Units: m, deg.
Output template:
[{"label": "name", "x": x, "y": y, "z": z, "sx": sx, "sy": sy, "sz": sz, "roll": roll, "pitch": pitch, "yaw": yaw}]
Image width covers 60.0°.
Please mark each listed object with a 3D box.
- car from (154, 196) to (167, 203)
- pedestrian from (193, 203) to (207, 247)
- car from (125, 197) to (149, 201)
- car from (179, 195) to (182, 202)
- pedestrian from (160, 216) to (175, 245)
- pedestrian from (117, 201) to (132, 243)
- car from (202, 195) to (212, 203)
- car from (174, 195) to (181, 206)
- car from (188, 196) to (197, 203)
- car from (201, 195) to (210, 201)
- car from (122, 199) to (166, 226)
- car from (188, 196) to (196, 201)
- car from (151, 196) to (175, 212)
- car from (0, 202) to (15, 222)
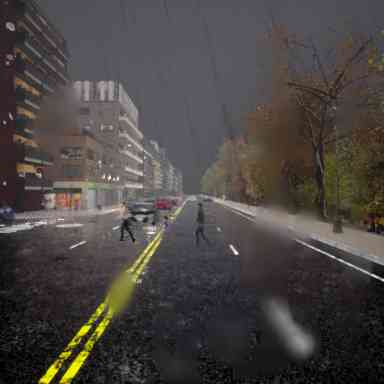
[{"label": "car", "x": -6.486, "y": 1.540, "z": 69.076, "sx": 2.128, "sy": 1.511, "sz": 4.902, "roll": 0, "pitch": 0, "yaw": 0}, {"label": "pedestrian", "x": 0.330, "y": 1.294, "z": 13.467, "sx": 0.375, "sy": 1.860, "sz": 0.375, "roll": 0, "pitch": 0, "yaw": 0}, {"label": "car", "x": -6.623, "y": 1.355, "z": 38.361, "sx": 2.097, "sy": 1.767, "sz": 4.553, "roll": 0, "pitch": 0, "yaw": 1}, {"label": "car", "x": -3.236, "y": 1.364, "z": 70.056, "sx": 2.097, "sy": 1.767, "sz": 4.553, "roll": 0, "pitch": 0, "yaw": 0}, {"label": "pedestrian", "x": -1.035, "y": 1.574, "z": 14.067, "sx": 0.375, "sy": 1.300, "sz": 0.375, "roll": 0, "pitch": 0, "yaw": 0}, {"label": "pedestrian", "x": -2.958, "y": 1.300, "z": 14.666, "sx": 0.375, "sy": 1.860, "sz": 0.375, "roll": 0, "pitch": 0, "yaw": 0}, {"label": "car", "x": 3.264, "y": 1.605, "z": 70.241, "sx": 1.895, "sy": 1.301, "sz": 4.718, "roll": 0, "pitch": 0, "yaw": 0}, {"label": "car", "x": -3.331, "y": 1.610, "z": 54.578, "sx": 1.895, "sy": 1.301, "sz": 4.718, "roll": 0, "pitch": 0, "yaw": 0}, {"label": "car", "x": 0.014, "y": 1.605, "z": 70.241, "sx": 1.895, "sy": 1.301, "sz": 4.718, "roll": 0, "pitch": 0, "yaw": 0}, {"label": "car", "x": 3.266, "y": 1.473, "z": 80.211, "sx": 2.033, "sy": 1.411, "sz": 5.357, "roll": 0, "pitch": 0, "yaw": 0}, {"label": "car", "x": -3.353, "y": 1.534, "z": 23.938, "sx": 2.128, "sy": 1.511, "sz": 4.902, "roll": 0, "pitch": 0, "yaw": 0}, {"label": "car", "x": 0.016, "y": 1.529, "z": 80.241, "sx": 1.895, "sy": 1.301, "sz": 4.718, "roll": 0, "pitch": 0, "yaw": 0}, {"label": "car", "x": -3.342, "y": 1.481, "z": 38.943, "sx": 1.882, "sy": 1.535, "sz": 5.008, "roll": 0, "pitch": 0, "yaw": 0}, {"label": "car", "x": -16.525, "y": 1.550, "z": 26.026, "sx": 4.553, "sy": 1.767, "sz": 2.097, "roll": -1, "pitch": 0, "yaw": -3}]
